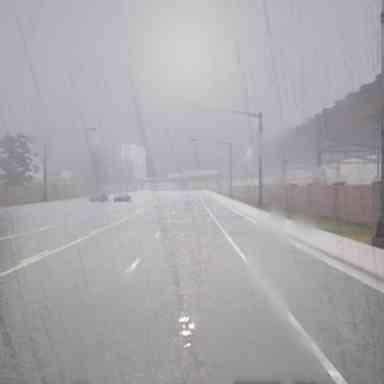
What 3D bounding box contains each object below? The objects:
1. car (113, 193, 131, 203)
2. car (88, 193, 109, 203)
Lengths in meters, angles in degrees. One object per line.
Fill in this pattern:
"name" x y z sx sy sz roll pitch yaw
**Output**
"car" -10.534 0.885 50.440 1.994 1.385 4.181 0 1 1
"car" -14.034 0.867 50.475 2.033 1.411 5.357 0 1 0
